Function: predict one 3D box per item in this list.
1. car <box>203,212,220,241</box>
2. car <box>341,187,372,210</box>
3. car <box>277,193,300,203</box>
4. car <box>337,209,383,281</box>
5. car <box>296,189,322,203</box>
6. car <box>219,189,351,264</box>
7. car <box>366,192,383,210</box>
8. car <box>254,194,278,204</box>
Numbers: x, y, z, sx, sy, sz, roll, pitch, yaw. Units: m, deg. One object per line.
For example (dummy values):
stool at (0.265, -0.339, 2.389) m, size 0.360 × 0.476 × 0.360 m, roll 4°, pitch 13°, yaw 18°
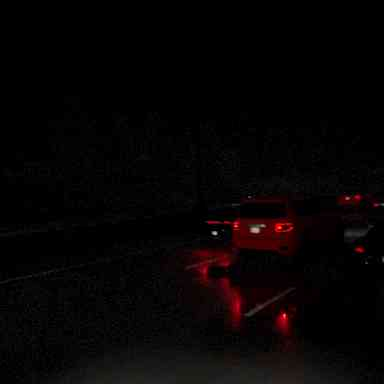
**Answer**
car at (2.509, 1.439, 15.848) m, size 2.128 × 1.511 × 4.902 m, roll -3°, pitch 0°, yaw 40°
car at (15.267, 0.571, 30.966) m, size 2.150 × 2.045 × 5.566 m, roll -3°, pitch 0°, yaw 41°
car at (15.400, 0.932, 53.083) m, size 1.994 × 1.385 × 4.181 m, roll -3°, pitch 0°, yaw 41°
car at (5.496, 1.352, 8.538) m, size 1.994 × 1.385 × 4.181 m, roll -3°, pitch 0°, yaw 40°
car at (17.776, 0.601, 50.489) m, size 2.097 × 1.767 × 4.553 m, roll -3°, pitch 0°, yaw 40°
car at (3.545, 1.111, 11.688) m, size 2.150 × 2.045 × 5.566 m, roll -3°, pitch 0°, yaw 40°
car at (15.593, 0.876, 25.929) m, size 2.033 × 1.411 × 5.357 m, roll -3°, pitch 0°, yaw 40°
car at (12.197, 1.089, 54.705) m, size 1.994 × 1.385 × 4.181 m, roll -3°, pitch 0°, yaw 41°
